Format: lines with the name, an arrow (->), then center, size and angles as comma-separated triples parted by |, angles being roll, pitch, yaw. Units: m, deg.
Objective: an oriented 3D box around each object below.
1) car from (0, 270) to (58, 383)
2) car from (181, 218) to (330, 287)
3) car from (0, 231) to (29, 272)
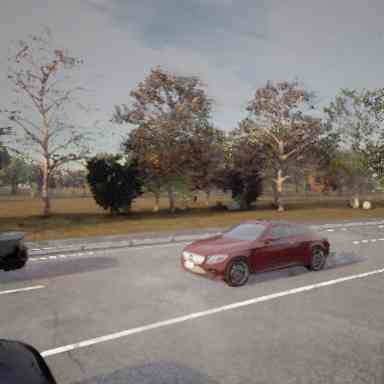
car -> -2.779, 1.557, 1.640 | 4.181, 1.385, 1.994 | 0, 0, -36
car -> 1.919, 1.497, 9.300 | 4.674, 1.442, 1.812 | 0, 0, -32
car -> -6.600, 1.450, 7.768 | 5.008, 1.535, 1.882 | 0, 0, -35
